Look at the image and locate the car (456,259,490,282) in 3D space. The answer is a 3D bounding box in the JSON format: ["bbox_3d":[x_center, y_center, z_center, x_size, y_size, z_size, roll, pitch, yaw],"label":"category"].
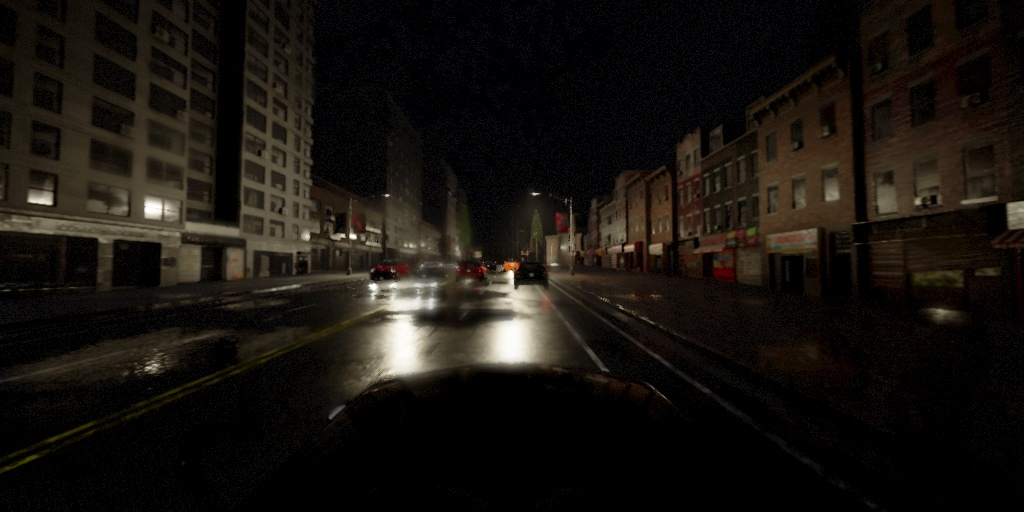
[{"bbox_3d":[-3.147,1.092,28.540,2.097,1.767,4.553,0,0,0],"label":"car"}]

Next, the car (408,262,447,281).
[{"bbox_3d":[-6.590,1.230,29.380,2.128,1.511,4.902,0,0,0],"label":"car"}]

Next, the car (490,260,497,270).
[{"bbox_3d":[-3.146,1.273,49.988,1.994,1.385,4.181,0,0,0],"label":"car"}]

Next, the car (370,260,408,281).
[{"bbox_3d":[-9.839,1.091,29.275,2.097,1.767,4.553,0,0,0],"label":"car"}]

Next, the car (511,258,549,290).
[{"bbox_3d":[1.138,1.096,22.802,2.097,1.767,4.553,0,0,0],"label":"car"}]

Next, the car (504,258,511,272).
[{"bbox_3d":[0.041,1.067,45.073,2.097,1.767,4.553,0,0,1],"label":"car"}]
